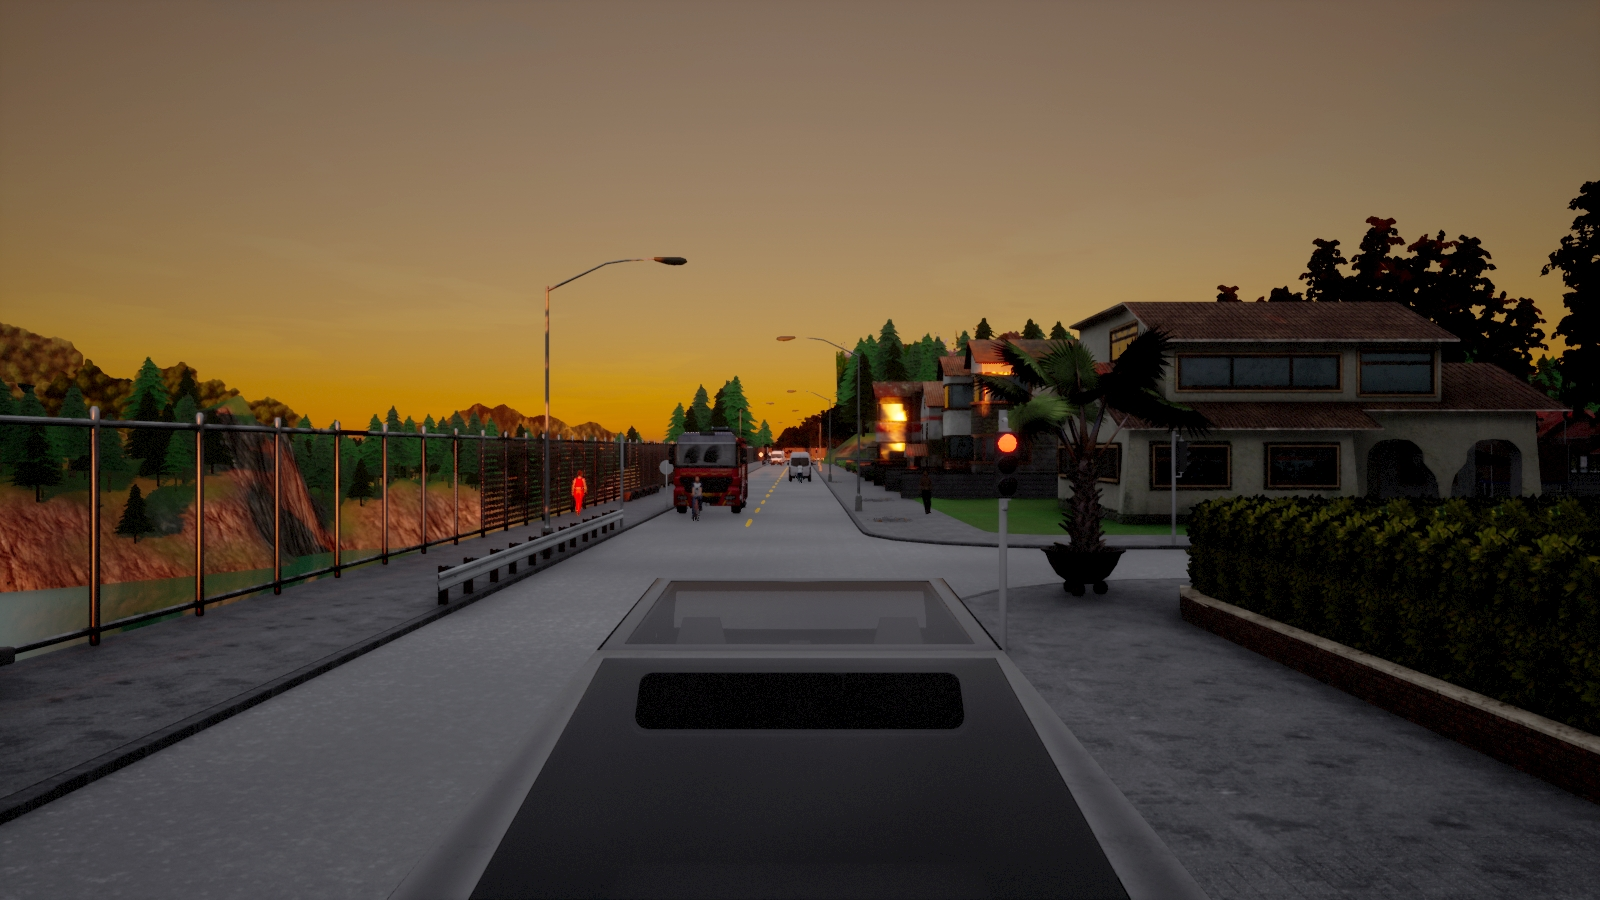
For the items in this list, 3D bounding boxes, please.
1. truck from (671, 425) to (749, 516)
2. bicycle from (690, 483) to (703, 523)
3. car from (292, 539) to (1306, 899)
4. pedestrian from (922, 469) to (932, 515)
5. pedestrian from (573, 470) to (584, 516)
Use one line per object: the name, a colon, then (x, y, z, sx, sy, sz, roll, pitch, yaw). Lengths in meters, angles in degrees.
truck: (-3.997, 0.871, 52.385, 2.891, 3.827, 8.468, 0, 0, 0)
bicycle: (-3.998, 2.039, 44.288, 0.373, 1.496, 1.643, 0, 0, 0)
car: (-0.001, 1.751, 5.830, 2.390, 2.098, 6.274, 0, 0, 0)
pedestrian: (5.203, 1.718, 46.900, 0.375, 1.860, 0.375, 0, 0, 3)
pedestrian: (-8.934, 1.727, 46.111, 0.375, 1.860, 0.375, 0, 0, -2)
